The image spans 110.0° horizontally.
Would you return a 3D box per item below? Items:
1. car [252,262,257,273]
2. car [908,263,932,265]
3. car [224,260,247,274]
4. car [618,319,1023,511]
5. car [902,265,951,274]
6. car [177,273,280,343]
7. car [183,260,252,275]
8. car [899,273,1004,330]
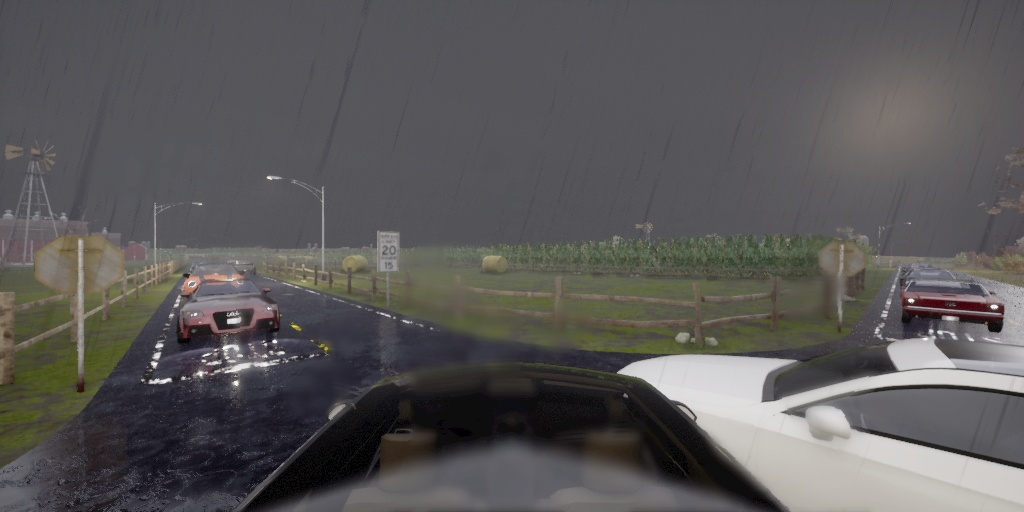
[{"bbox_3d":[-26.754,1.262,35.775,2.128,1.511,4.902,0,0,-41],"label":"car"},{"bbox_3d":[27.503,1.383,24.005,4.181,1.385,1.994,0,1,-42],"label":"car"},{"bbox_3d":[-33.427,1.278,43.276,1.837,1.490,4.892,0,0,-41],"label":"car"},{"bbox_3d":[2.851,1.293,2.283,1.812,1.442,4.674,0,1,-44],"label":"car"},{"bbox_3d":[20.708,1.350,17.794,5.357,1.411,2.033,0,1,-42],"label":"car"},{"bbox_3d":[-7.879,1.350,9.940,1.994,1.385,4.181,0,0,-42],"label":"car"},{"bbox_3d":[-13.613,1.131,16.460,2.097,1.767,4.553,0,0,-41],"label":"car"},{"bbox_3d":[13.588,1.390,11.276,4.718,1.301,1.895,0,1,-43],"label":"car"}]
